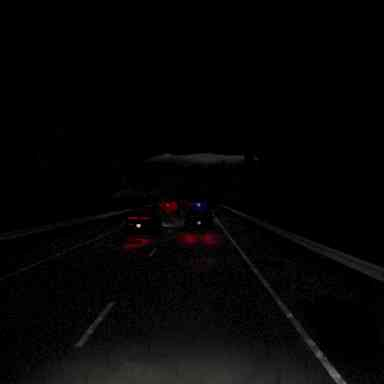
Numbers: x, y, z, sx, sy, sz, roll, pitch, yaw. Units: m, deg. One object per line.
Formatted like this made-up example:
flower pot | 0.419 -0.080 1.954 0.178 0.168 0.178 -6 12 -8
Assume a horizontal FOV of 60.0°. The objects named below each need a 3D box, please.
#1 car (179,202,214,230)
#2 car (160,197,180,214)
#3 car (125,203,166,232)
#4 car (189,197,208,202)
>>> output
car | 0.478 1.719 22.845 2.128 1.511 4.902 0 -1 1
car | -2.704 1.622 40.690 2.150 2.045 5.566 0 -1 1
car | -3.042 1.717 21.658 1.837 1.490 4.892 0 -1 1
car | 0.807 1.628 40.761 2.150 2.045 5.566 0 -1 1
